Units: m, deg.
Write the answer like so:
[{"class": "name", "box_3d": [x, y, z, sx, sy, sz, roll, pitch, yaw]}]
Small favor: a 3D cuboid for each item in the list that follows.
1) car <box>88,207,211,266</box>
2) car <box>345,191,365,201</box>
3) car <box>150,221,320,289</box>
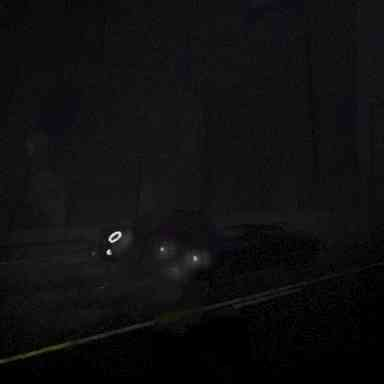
[{"class": "car", "box_3d": [-1.238, 1.349, 11.703, 4.553, 1.767, 2.097, 0, 0, -35]}, {"class": "car", "box_3d": [23.309, 0.529, 48.106, 3.806, 1.475, 1.970, -3, 2, -35]}, {"class": "car", "box_3d": [1.426, 1.595, 9.305, 4.718, 1.301, 1.895, 0, 0, -35]}]
